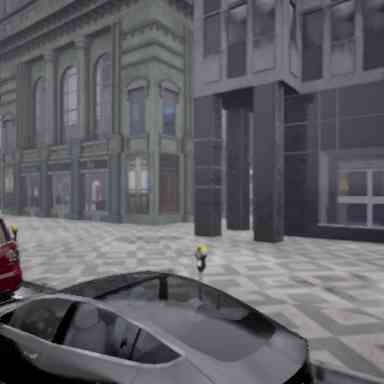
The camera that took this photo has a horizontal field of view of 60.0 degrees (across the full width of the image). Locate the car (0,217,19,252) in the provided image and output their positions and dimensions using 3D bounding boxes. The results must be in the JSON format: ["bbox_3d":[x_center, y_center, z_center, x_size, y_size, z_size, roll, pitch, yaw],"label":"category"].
[{"bbox_3d":[-5.513,1.326,6.891,5.009,1.841,2.192,0,0,35],"label":"car"}]

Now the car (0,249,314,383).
[{"bbox_3d":[-0.923,1.569,3.619,4.313,1.339,1.947,0,0,35],"label":"car"}]
